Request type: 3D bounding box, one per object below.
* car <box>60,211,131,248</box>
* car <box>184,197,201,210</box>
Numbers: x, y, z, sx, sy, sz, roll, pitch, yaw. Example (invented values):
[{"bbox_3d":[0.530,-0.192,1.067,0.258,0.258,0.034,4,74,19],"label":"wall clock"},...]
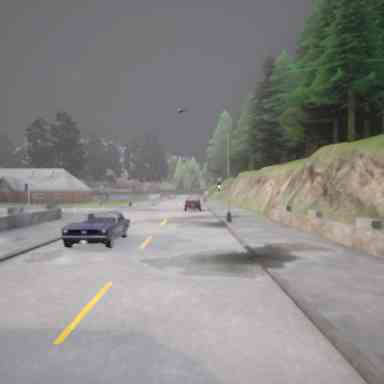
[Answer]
[{"bbox_3d":[-4.008,1.546,14.549,1.895,1.301,4.718,0,0,0],"label":"car"},{"bbox_3d":[0.082,1.330,39.395,1.882,1.535,5.008,0,0,0],"label":"car"}]
